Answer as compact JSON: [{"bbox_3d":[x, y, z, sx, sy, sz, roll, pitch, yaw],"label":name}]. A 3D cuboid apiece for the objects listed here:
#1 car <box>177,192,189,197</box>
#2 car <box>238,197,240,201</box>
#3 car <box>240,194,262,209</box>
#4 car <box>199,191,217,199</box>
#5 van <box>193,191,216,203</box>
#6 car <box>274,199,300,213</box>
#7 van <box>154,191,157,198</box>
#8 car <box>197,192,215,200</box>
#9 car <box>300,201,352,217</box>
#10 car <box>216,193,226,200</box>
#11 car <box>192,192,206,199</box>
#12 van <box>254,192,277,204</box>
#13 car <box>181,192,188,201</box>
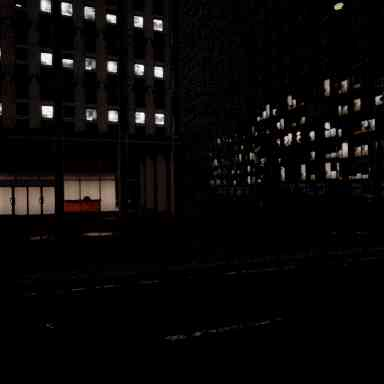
[{"bbox_3d":[-2.498,0.708,90.846,2.008,1.369,4.403,0,1,-21],"label":"car"},{"bbox_3d":[9.773,1.057,59.029,1.802,1.307,4.206,0,1,-21],"label":"car"},{"bbox_3d":[8.040,1.330,40.089,1.947,1.339,4.313,0,1,-21],"label":"car"},{"bbox_3d":[3.637,0.632,74.935,2.192,1.841,5.009,0,1,-21],"label":"car"},{"bbox_3d":[1.954,0.950,56.013,1.690,1.788,3.998,0,1,-21],"label":"van"},{"bbox_3d":[10.030,1.397,34.766,1.802,1.307,4.206,0,1,-21],"label":"car"},{"bbox_3d":[-8.272,0.686,82.527,1.690,1.788,3.998,0,1,-21],"label":"van"},{"bbox_3d":[2.814,0.877,69.854,1.882,1.535,5.008,-1,1,-21],"label":"car"},{"bbox_3d":[12.059,1.432,29.455,1.947,1.339,4.313,0,1,-21],"label":"car"},{"bbox_3d":[5.683,0.952,69.636,1.802,1.307,4.206,0,1,-21],"label":"car"},{"bbox_3d":[1.591,0.704,80.239,1.967,1.590,4.097,0,1,-21],"label":"car"},{"bbox_3d":[11.817,0.868,53.724,1.690,1.788,3.998,0,1,-21],"label":"van"},{"bbox_3d":[-2.136,1.055,66.621,2.008,1.369,4.403,0,1,-21],"label":"car"}]
